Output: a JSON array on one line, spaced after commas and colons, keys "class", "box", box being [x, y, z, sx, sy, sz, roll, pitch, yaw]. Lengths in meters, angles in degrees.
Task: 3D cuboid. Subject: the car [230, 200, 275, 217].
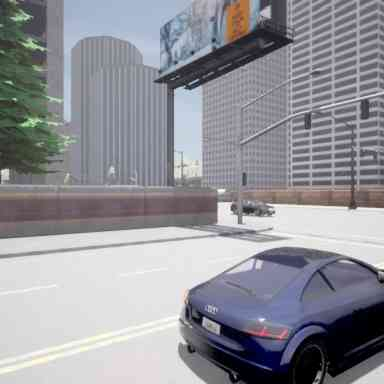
[{"class": "car", "box": [5.706, 1.491, 31.572, 2.128, 1.511, 4.902, 0, 0, -34]}]

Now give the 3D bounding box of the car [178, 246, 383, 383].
[{"class": "car", "box": [1.871, 1.564, 5.121, 4.181, 1.385, 1.994, 0, 0, -35]}]
